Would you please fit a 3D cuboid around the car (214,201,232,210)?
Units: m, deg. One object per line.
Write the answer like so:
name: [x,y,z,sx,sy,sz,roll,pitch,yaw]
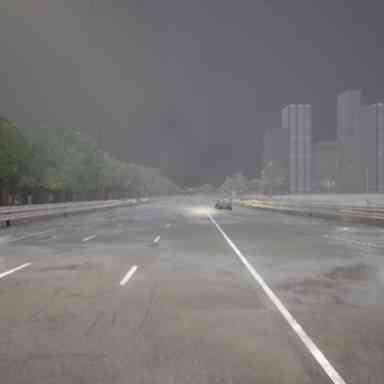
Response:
car: [4.442,1.917,47.975,1.994,1.385,4.181,0,-1,-5]
